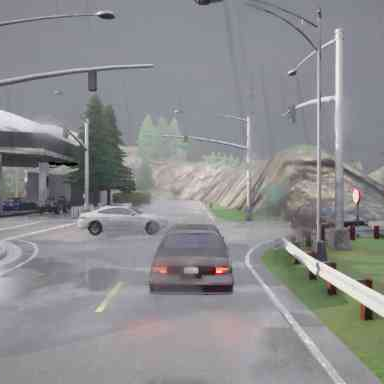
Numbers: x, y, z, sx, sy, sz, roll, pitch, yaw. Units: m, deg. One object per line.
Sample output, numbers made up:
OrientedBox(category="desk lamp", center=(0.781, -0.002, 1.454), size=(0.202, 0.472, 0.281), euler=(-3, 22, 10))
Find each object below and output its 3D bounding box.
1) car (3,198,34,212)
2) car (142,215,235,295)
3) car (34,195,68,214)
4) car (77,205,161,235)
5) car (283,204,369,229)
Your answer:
OrientedBox(category="car", center=(-20.297, 1.480, 39.464), size=(2.242, 1.667, 4.611), euler=(0, 0, -1))
OrientedBox(category="car", center=(0.036, 1.547, 8.874), size=(2.033, 1.411, 5.357), euler=(0, 0, 1))
OrientedBox(category="car", center=(-14.583, 1.313, 35.195), size=(1.905, 1.878, 3.866), euler=(0, 0, -1))
OrientedBox(category="car", center=(-3.530, 1.415, 17.361), size=(4.674, 1.442, 1.812), euler=(0, 0, -1))
OrientedBox(category="car", center=(6.802, 1.358, 17.616), size=(2.033, 1.411, 5.357), euler=(0, 0, -13))
